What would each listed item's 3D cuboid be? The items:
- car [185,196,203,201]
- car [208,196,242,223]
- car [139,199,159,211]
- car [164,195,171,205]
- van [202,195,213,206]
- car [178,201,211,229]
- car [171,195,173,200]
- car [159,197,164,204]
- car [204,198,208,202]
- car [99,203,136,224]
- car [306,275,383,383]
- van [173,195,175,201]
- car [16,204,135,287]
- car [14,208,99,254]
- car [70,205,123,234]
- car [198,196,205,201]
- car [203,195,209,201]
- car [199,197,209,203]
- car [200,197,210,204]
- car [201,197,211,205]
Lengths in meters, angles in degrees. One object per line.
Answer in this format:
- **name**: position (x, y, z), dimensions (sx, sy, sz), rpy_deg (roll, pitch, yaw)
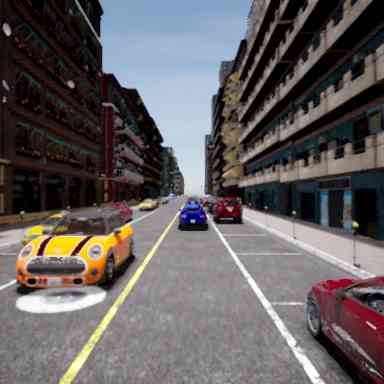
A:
- **car**: position (0.094, 1.465, 45.870), dimensions (2.097, 1.767, 4.553), rpy_deg (0, 0, 0)
- **car**: position (2.698, 1.377, 25.900), dimensions (2.192, 1.841, 5.009), rpy_deg (1, 0, 0)
- **car**: position (-5.686, 1.627, 42.311), dimensions (1.752, 1.417, 4.829), rpy_deg (1, 0, 0)
- **car**: position (-5.688, 1.712, 64.576), dimensions (2.008, 1.369, 4.403), rpy_deg (1, 0, 0)
- **van**: position (2.695, 1.487, 59.040), dimensions (1.690, 1.788, 3.998), rpy_deg (1, 0, 0)
- **car**: position (0.067, 1.578, 22.136), dimensions (1.812, 1.442, 4.674), rpy_deg (0, 0, 0)
- **car**: position (-5.689, 1.727, 70.099), dimensions (2.008, 1.369, 4.403), rpy_deg (1, 0, 0)
- **car**: position (-5.687, 1.667, 48.005), dimensions (2.008, 1.369, 4.403), rpy_deg (1, 0, 0)
- **car**: position (2.695, 1.655, 36.945), dimensions (1.947, 1.339, 4.313), rpy_deg (1, 0, 0)
- **car**: position (-5.685, 1.606, 25.912), dimensions (1.887, 1.381, 4.507), rpy_deg (1, 0, 0)
- **car**: position (2.698, 1.591, 3.805), dimensions (1.802, 1.307, 4.206), rpy_deg (1, 0, 0)
- **van**: position (-5.689, 1.581, 92.192), dimensions (1.690, 1.788, 3.998), rpy_deg (1, 0, 0)
- **car**: position (-3.001, 1.374, 9.505), dimensions (2.097, 1.767, 4.553), rpy_deg (0, 0, 0)
- **car**: position (-5.684, 1.560, 14.695), dimensions (1.752, 1.417, 4.829), rpy_deg (1, 0, 0)
- **car**: position (-5.685, 1.599, 20.389), dimensions (2.008, 1.369, 4.403), rpy_deg (1, 0, 0)
- **car**: position (2.690, 1.766, 92.350), dimensions (1.752, 1.417, 4.829), rpy_deg (0, 0, 0)
- **car**: position (2.695, 1.572, 53.516), dimensions (1.967, 1.590, 4.097), rpy_deg (1, 0, 0)
- **car**: position (2.691, 1.758, 75.611), dimensions (1.947, 1.339, 4.313), rpy_deg (0, 0, 0)
- **car**: position (2.692, 1.722, 70.087), dimensions (1.887, 1.381, 4.507), rpy_deg (0, 0, 0)
- **car**: position (2.693, 1.706, 64.563), dimensions (1.887, 1.381, 4.507), rpy_deg (1, 0, 0)
